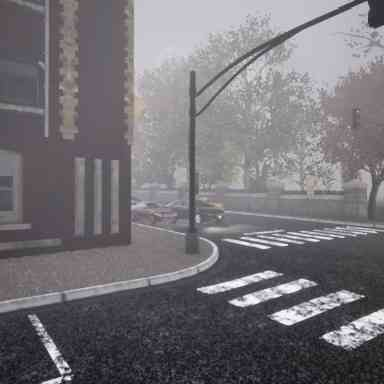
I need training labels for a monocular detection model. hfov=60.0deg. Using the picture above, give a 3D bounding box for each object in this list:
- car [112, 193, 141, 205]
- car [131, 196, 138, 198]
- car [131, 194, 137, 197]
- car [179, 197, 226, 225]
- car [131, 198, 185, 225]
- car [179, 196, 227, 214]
[{"bbox_3d":[-8.693,0.864,43.860,2.008,1.369,4.403,1,0,-36],"label":"car"},{"bbox_3d":[-5.764,1.158,25.492,1.802,1.307,4.206,2,0,-36],"label":"car"},{"bbox_3d":[-5.705,1.029,29.816,1.837,1.490,4.892,0,1,-36],"label":"car"},{"bbox_3d":[0.145,1.207,21.668,1.837,1.490,4.892,0,1,-39],"label":"car"},{"bbox_3d":[-2.523,1.257,21.004,1.802,1.307,4.206,2,0,-36],"label":"car"},{"bbox_3d":[0.934,1.129,30.532,1.752,1.417,4.829,1,0,-36],"label":"car"}]
